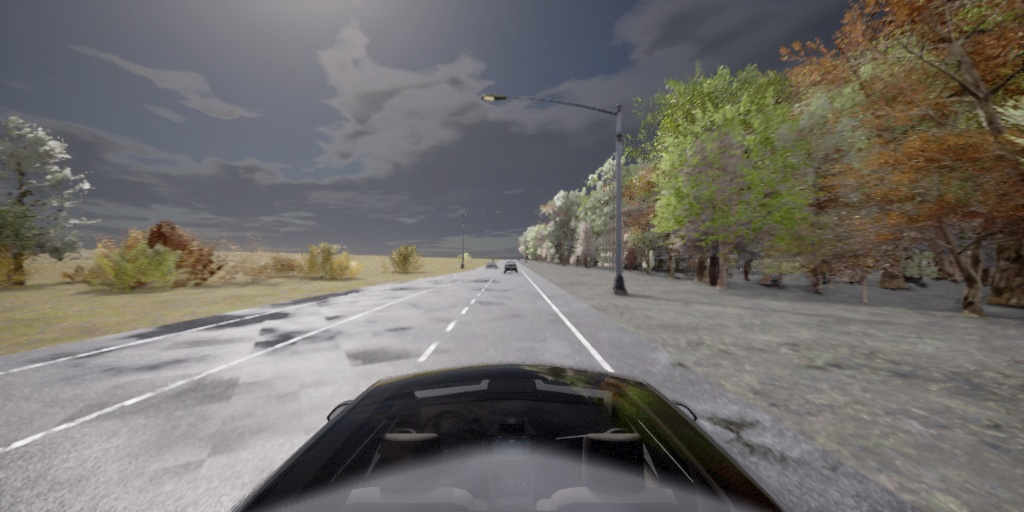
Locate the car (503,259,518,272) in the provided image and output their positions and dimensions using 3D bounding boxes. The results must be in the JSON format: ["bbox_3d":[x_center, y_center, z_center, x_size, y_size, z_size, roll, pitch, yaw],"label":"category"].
[{"bbox_3d":[-0.165,1.566,52.167,1.837,1.490,4.892,0,0,0],"label":"car"}]
